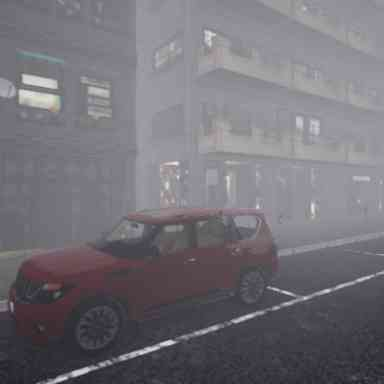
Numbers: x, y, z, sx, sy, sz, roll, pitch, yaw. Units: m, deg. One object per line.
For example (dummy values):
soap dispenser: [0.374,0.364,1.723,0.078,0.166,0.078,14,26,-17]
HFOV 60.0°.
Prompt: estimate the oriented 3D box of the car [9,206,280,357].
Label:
car: [-0.508,1.261,6.175,5.009,1.841,2.192,-1,2,-35]
